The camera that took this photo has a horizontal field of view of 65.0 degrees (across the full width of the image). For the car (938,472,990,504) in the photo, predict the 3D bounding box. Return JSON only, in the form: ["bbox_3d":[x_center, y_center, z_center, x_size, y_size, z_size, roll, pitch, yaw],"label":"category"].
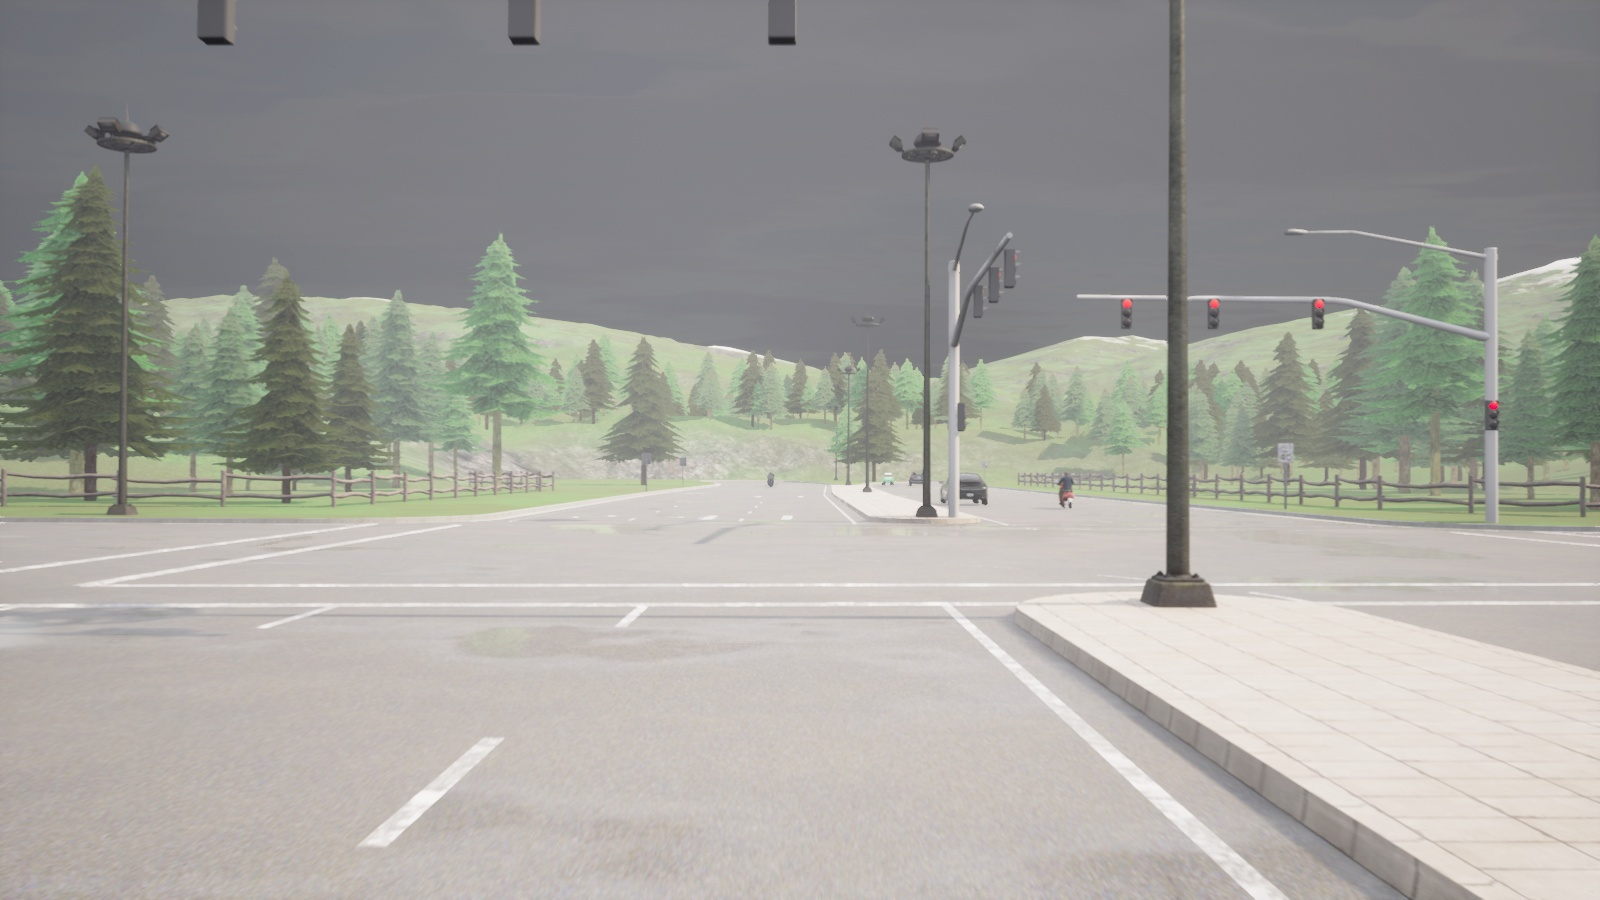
[{"bbox_3d":[7.853,1.798,60.408,1.837,1.490,4.892,0,-1,0],"label":"car"}]

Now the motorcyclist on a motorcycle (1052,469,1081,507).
[{"bbox_3d":[11.370,1.619,53.638,0.866,1.590,1.817,0,-1,0],"label":"motorcyclist on a motorcycle"}]
